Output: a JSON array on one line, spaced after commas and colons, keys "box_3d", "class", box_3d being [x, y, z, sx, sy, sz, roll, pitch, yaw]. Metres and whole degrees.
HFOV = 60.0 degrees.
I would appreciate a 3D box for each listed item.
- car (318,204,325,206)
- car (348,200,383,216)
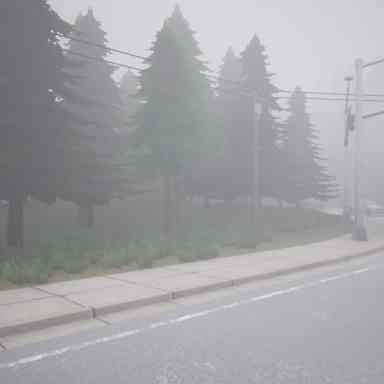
[{"box_3d": [14.700, 1.505, 42.522, 1.837, 1.490, 4.892, 0, 0, -26], "class": "car"}, {"box_3d": [17.232, 1.526, 32.822, 1.812, 1.442, 4.674, 0, 0, -5], "class": "car"}]
